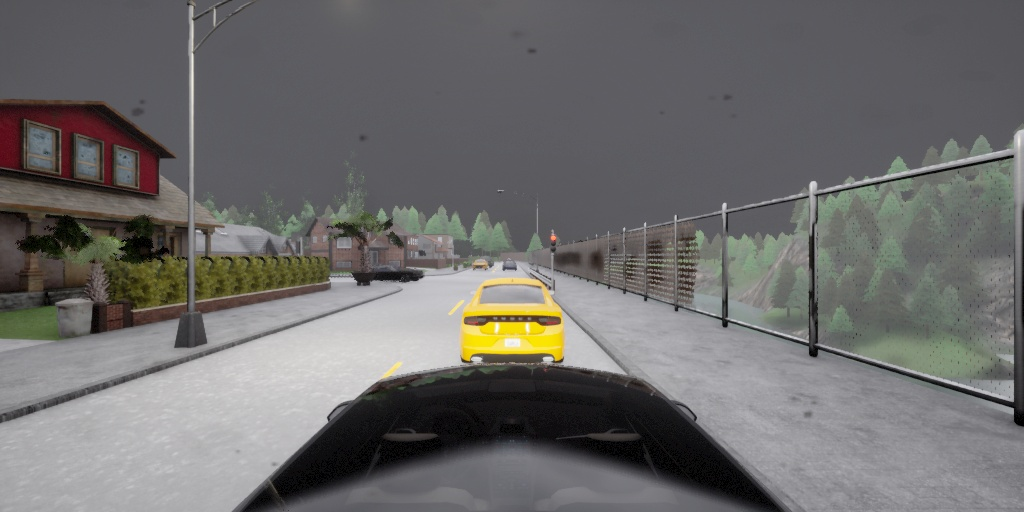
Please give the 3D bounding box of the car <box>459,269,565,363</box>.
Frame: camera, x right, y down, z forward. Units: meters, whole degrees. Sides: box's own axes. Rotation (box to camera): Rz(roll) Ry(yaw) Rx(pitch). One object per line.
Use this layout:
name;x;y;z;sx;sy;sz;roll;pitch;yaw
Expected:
car;0.006;1.228;8.171;1.882;1.535;5.008;0;0;0

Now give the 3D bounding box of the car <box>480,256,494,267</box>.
car;-4.582;0.971;61.373;2.150;2.045;5.566;0;0;0

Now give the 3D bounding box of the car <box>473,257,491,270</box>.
car;-4.517;1.228;51.430;1.882;1.535;5.008;0;0;0

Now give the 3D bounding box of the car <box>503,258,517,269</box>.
car;-0.327;1.314;52.259;1.994;1.385;4.181;0;0;-1

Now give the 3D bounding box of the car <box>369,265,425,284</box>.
car;-9.023;1.351;27.049;4.718;1.301;1.895;0;0;12
